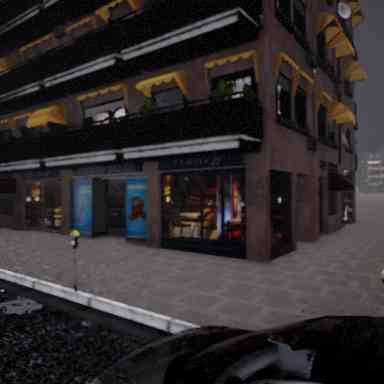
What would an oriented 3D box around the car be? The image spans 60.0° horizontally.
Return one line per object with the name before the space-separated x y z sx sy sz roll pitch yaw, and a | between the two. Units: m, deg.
car | 1.085 1.565 2.113 4.313 1.339 1.947 0 -1 36
